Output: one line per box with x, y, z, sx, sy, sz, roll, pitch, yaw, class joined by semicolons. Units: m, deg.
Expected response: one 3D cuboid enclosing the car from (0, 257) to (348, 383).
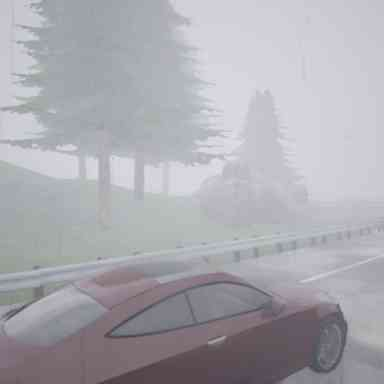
-0.075;1.528;3.886;4.674;1.442;1.812;0;0;-37;car
